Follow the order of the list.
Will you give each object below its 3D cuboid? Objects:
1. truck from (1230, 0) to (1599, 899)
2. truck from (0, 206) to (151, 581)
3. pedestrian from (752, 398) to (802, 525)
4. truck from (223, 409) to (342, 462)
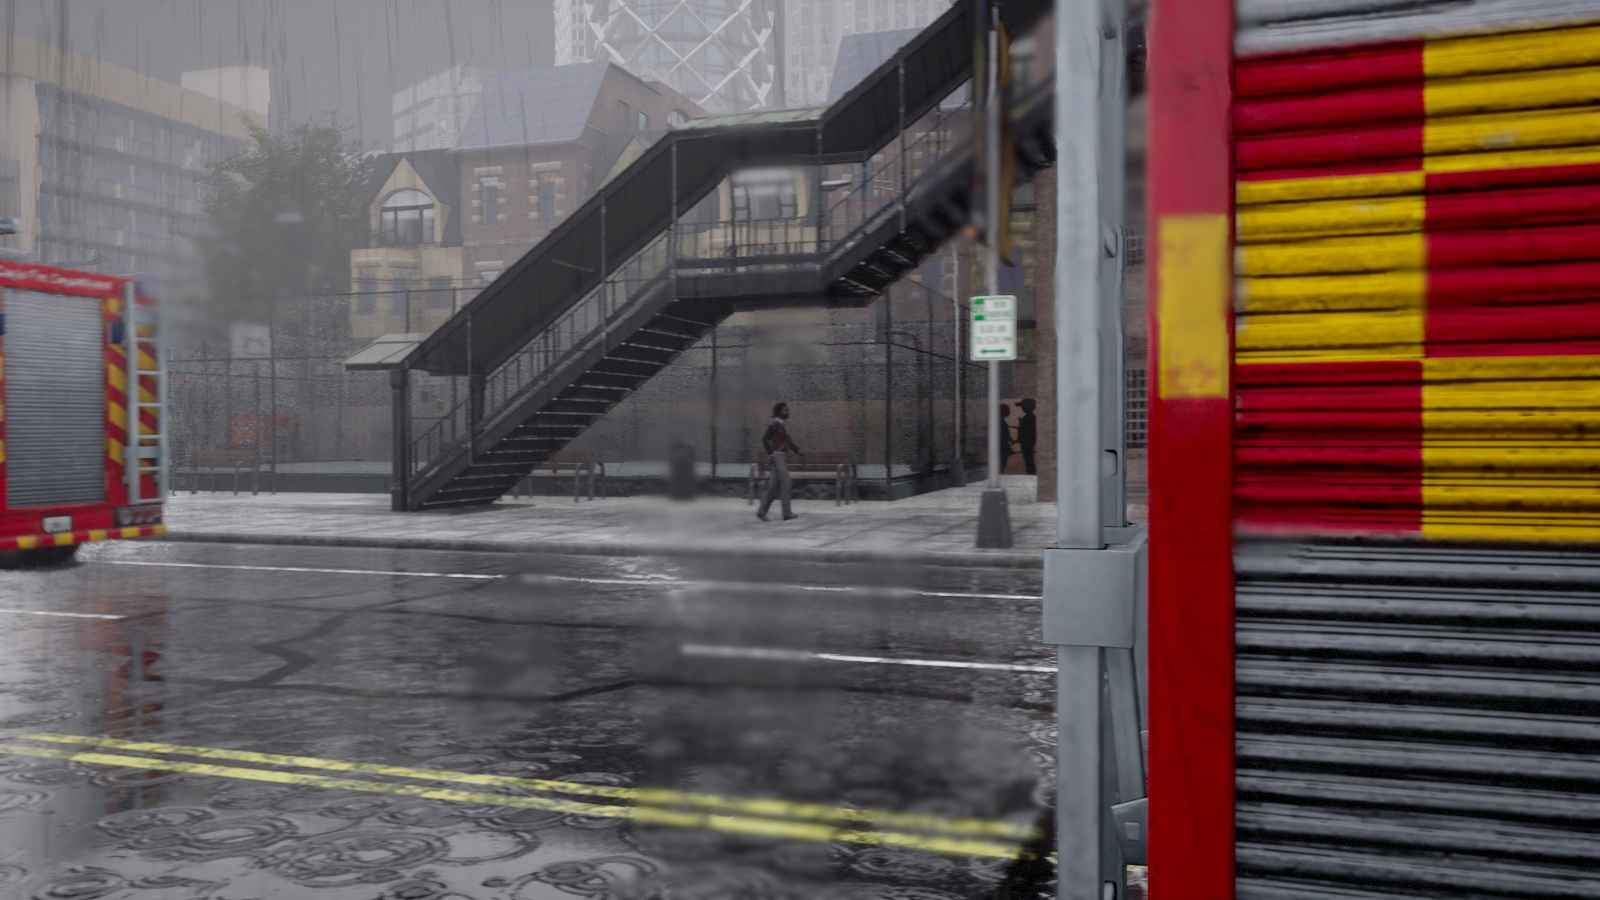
[{"bbox_3d":[5.001,-0.343,1.477,8.468,3.827,2.891,1,1,19],"label":"truck"},{"bbox_3d":[-12.033,-0.617,14.587,8.468,3.827,2.891,1,1,18],"label":"truck"},{"bbox_3d":[-0.358,0.171,19.384,0.666,1.930,0.402,1,1,20],"label":"pedestrian"},{"bbox_3d":[-25.220,-0.739,61.405,2.627,2.467,5.204,1,1,18],"label":"truck"}]
